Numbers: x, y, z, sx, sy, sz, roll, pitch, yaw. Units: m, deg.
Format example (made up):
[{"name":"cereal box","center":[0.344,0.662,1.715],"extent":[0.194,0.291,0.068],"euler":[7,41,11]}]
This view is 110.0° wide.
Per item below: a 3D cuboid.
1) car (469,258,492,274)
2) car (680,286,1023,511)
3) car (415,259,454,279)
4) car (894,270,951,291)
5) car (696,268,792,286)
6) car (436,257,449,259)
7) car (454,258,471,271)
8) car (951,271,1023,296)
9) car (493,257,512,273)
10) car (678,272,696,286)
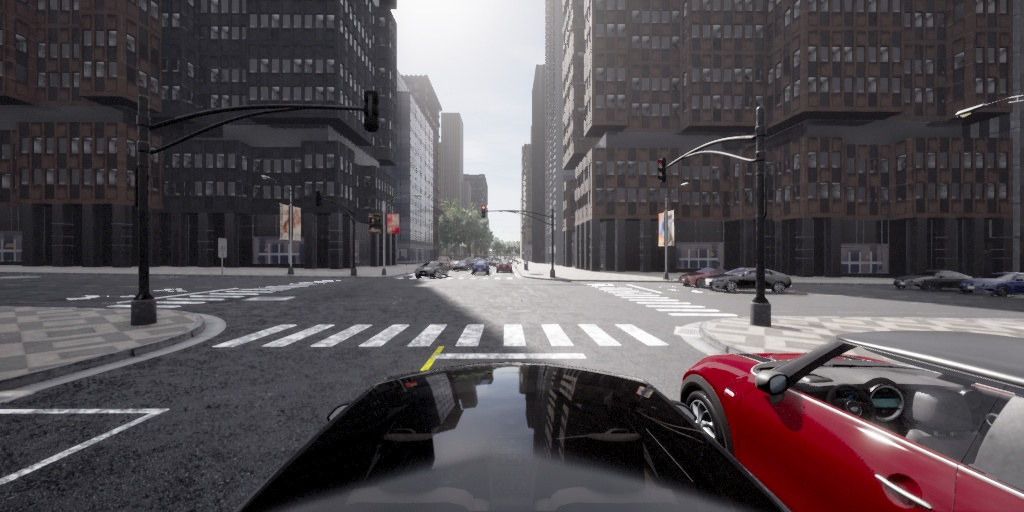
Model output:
[{"name":"car","center":[-3.518,1.277,41.047],"extent":[1.812,1.442,4.674],"euler":[0,0,-1]},{"name":"car","center":[2.760,1.190,2.240],"extent":[1.967,1.591,4.097],"euler":[0,0,0]},{"name":"car","center":[-7.101,1.237,32.360],"extent":[1.837,1.490,4.892],"euler":[1,0,7]},{"name":"car","center":[30.516,1.739,25.894],"extent":[4.674,1.442,1.812],"euler":[1,0,-1]},{"name":"car","center":[14.675,1.478,22.433],"extent":[4.902,1.511,2.128],"euler":[1,0,-1]},{"name":"car","center":[-9.531,1.084,48.910],"extent":[2.192,1.841,5.009],"euler":[0,0,-1]},{"name":"car","center":[-6.857,1.315,48.276],"extent":[2.033,1.411,5.357],"euler":[0,0,-1]},{"name":"car","center":[31.293,1.754,22.642],"extent":[4.674,1.442,1.812],"euler":[1,0,-1]},{"name":"car","center":[-0.930,1.197,43.604],"extent":[1.967,1.591,4.097],"euler":[0,0,-1]},{"name":"car","center":[14.259,1.541,25.675],"extent":[4.181,1.385,1.994],"euler":[1,0,0]}]
